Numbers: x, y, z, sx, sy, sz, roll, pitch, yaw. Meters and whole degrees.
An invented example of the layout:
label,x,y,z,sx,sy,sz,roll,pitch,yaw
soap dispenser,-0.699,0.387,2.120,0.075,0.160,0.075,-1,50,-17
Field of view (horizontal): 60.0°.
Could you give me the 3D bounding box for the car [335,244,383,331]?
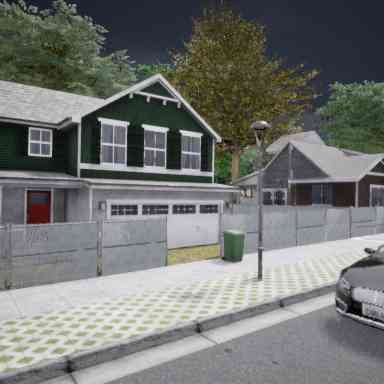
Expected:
label,x,y,z,sx,sy,sz,roll,pitch,yaw
car,4.664,1.493,6.290,4.902,1.511,2.128,0,0,-36
